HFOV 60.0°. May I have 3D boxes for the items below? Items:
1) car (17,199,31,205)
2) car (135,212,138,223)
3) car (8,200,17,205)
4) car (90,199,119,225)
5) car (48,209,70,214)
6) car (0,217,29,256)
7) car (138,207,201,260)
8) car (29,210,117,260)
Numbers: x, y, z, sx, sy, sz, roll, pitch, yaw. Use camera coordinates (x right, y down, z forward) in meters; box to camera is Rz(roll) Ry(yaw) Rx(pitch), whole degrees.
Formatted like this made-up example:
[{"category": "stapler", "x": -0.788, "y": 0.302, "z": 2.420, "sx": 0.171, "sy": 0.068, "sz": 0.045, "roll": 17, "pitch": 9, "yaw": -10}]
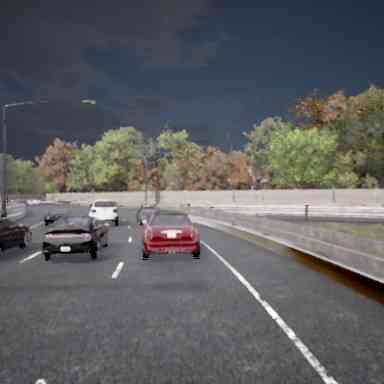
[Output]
[{"category": "car", "x": -43.780, "y": 2.527, "z": 84.554, "sx": 4.553, "sy": 1.767, "sz": 2.097, "roll": -1, "pitch": -1, "yaw": 37}, {"category": "car", "x": -3.585, "y": 1.933, "z": 27.421, "sx": 2.033, "sy": 1.411, "sz": 5.357, "roll": 0, "pitch": -1, "yaw": -15}, {"category": "car", "x": -46.017, "y": 2.671, "z": 81.859, "sx": 4.902, "sy": 1.511, "sz": 2.128, "roll": -1, "pitch": -1, "yaw": 37}, {"category": "car", "x": -7.268, "y": 1.626, "z": 27.629, "sx": 2.150, "sy": 2.045, "sz": 5.566, "roll": 0, "pitch": -1, "yaw": -15}, {"category": "car", "x": -10.822, "y": 2.014, "z": 27.346, "sx": 1.895, "sy": 1.301, "sz": 4.718, "roll": 0, "pitch": -1, "yaw": -15}, {"category": "car", "x": -7.927, "y": 1.701, "z": 13.017, "sx": 2.128, "sy": 1.511, "sz": 4.902, "roll": 0, "pitch": -1, "yaw": -7}, {"category": "car", "x": -0.950, "y": 1.539, "z": 13.546, "sx": 2.097, "sy": 1.767, "sz": 4.553, "roll": 0, "pitch": -1, "yaw": -7}, {"category": "car", "x": -4.441, "y": 1.691, "z": 13.315, "sx": 2.128, "sy": 1.511, "sz": 4.902, "roll": 0, "pitch": -1, "yaw": -7}]
